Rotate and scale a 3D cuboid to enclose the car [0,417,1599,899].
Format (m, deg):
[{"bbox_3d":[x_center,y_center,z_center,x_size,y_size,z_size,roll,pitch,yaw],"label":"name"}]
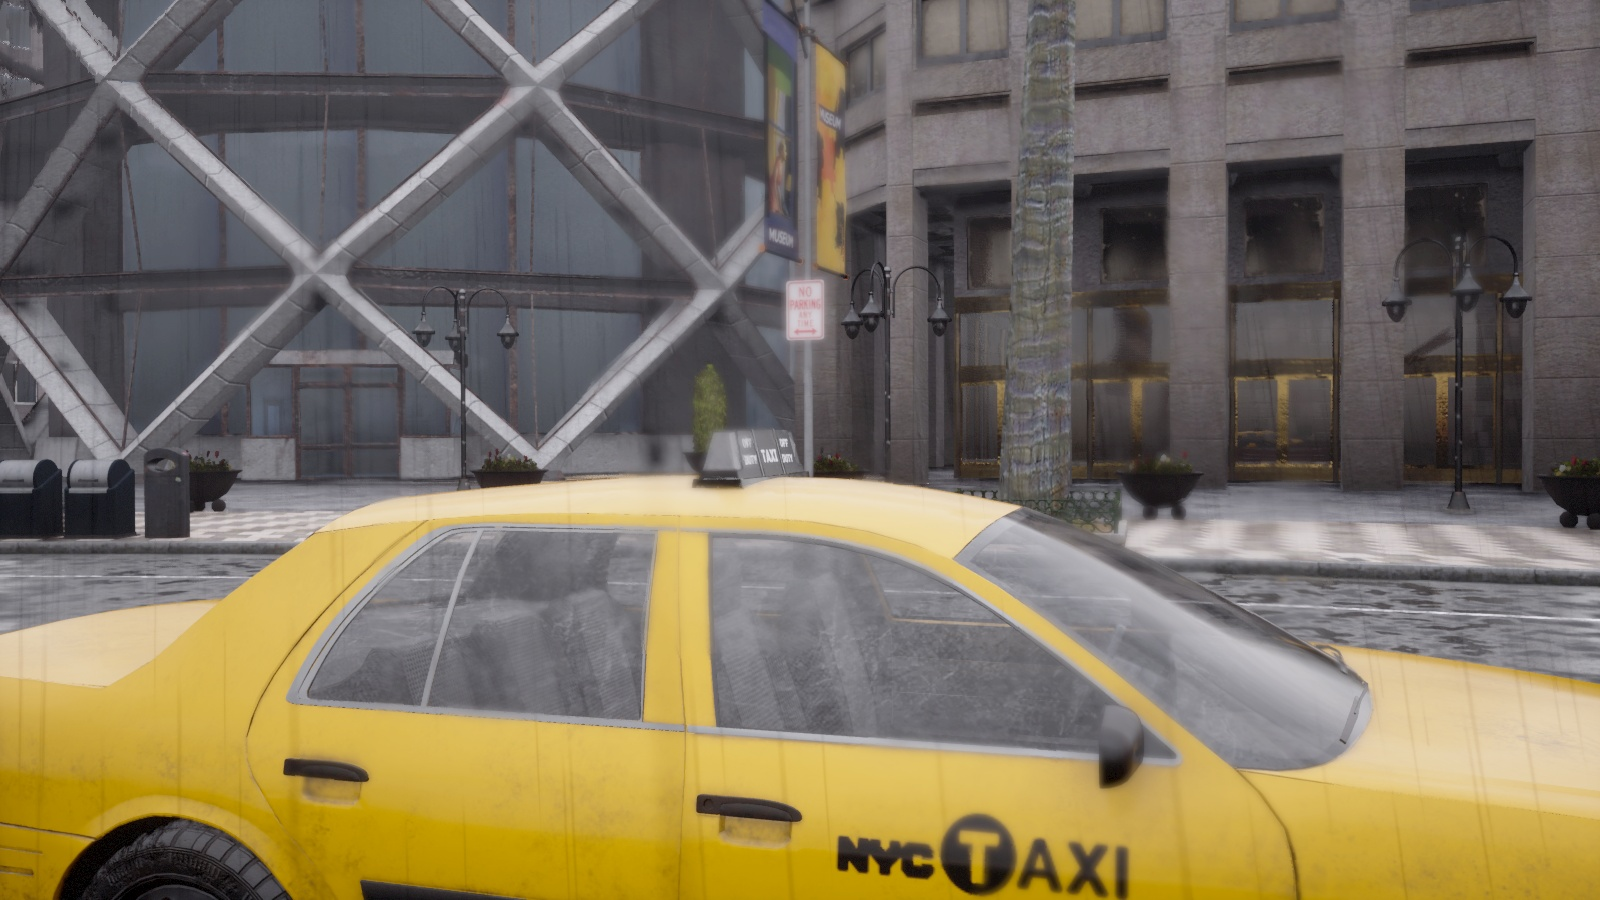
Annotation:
[{"bbox_3d":[-0.018,0.713,3.262,5.366,1.575,1.801,0,1,17],"label":"car"}]
